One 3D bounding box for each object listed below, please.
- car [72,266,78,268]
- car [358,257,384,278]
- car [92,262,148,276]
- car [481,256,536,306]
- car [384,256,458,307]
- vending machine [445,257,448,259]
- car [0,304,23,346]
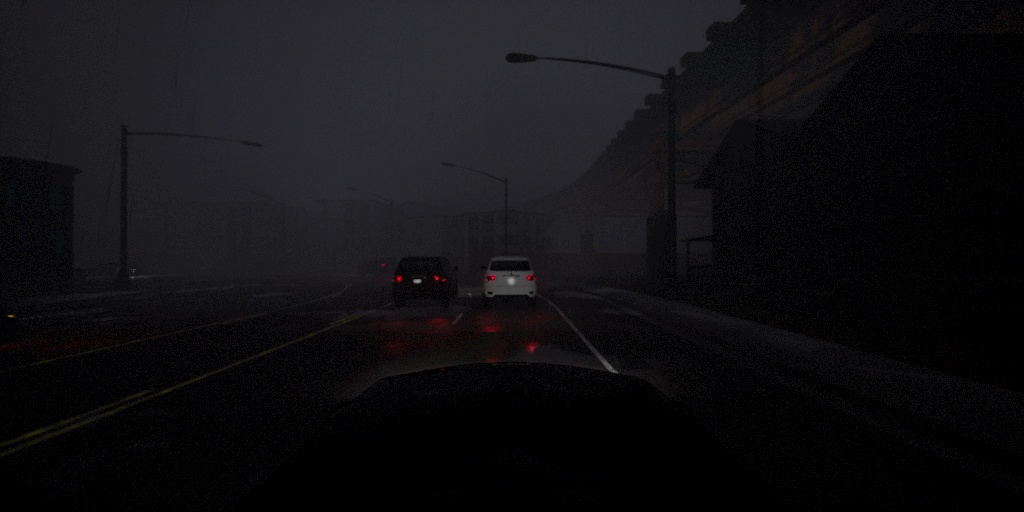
[{"bbox_3d":[-45.980,1.238,35.702,4.553,1.767,2.097,0,0,2],"label":"car"},{"bbox_3d":[-13.883,1.115,37.231,5.566,2.045,2.150,0,-1,43],"label":"car"},{"bbox_3d":[-42.708,1.410,39.089,4.892,1.490,1.837,-1,0,2],"label":"car"},{"bbox_3d":[-0.231,1.031,16.441,2.150,2.045,5.566,0,0,-4],"label":"car"},{"bbox_3d":[-3.671,1.029,15.890,2.150,2.045,5.566,0,0,-4],"label":"car"},{"bbox_3d":[-8.712,1.122,45.152,0.880,2.100,1.100,0,0,41],"label":"vending machine"},{"bbox_3d":[-10.605,1.290,5.109,1.812,1.442,4.674,0,0,0],"label":"car"}]
